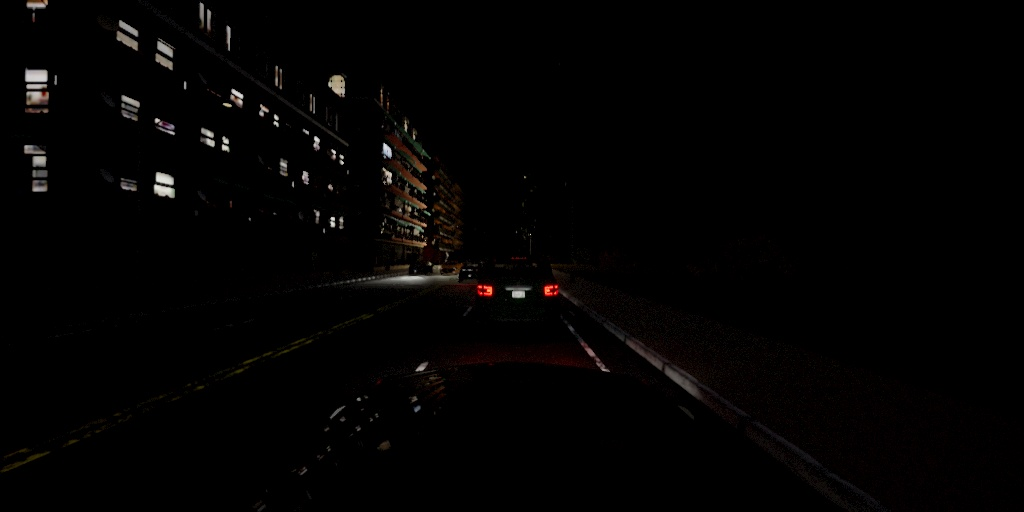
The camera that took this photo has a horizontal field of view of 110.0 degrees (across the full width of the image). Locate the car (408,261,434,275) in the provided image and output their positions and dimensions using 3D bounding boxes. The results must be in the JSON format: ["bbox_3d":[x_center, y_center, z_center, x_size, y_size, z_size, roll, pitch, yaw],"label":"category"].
[{"bbox_3d":[-9.812,1.271,38.880,2.128,1.511,4.902,0,0,0],"label":"car"}]

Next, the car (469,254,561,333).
[{"bbox_3d":[0.114,0.979,10.959,2.150,2.045,5.566,0,0,-1],"label":"car"}]

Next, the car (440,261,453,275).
[{"bbox_3d":[-6.562,1.257,39.130,1.882,1.535,5.008,0,0,0],"label":"car"}]

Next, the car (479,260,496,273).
[{"bbox_3d":[-3.108,1.309,45.627,1.812,1.442,4.674,0,0,0],"label":"car"}]

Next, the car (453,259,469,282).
[{"bbox_3d":[-3.121,1.264,28.981,2.128,1.511,4.902,0,0,0],"label":"car"}]
